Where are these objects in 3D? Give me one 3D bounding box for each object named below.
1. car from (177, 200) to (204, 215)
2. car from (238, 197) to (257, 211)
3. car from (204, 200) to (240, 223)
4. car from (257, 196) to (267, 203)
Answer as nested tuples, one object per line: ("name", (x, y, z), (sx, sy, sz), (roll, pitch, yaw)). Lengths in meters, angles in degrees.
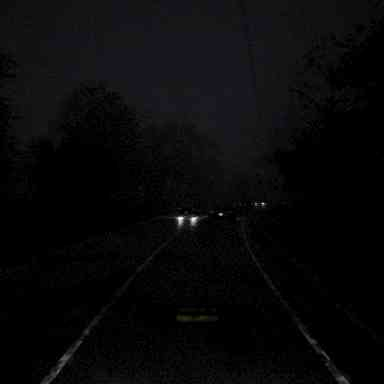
("car", (0.091, 1.472, 32.840), (2.033, 1.411, 5.357), (1, 0, 13))
("car", (6.543, 1.571, 42.238), (2.033, 1.411, 5.357), (2, 0, 18))
("car", (2.399, 1.554, 25.524), (1.994, 1.385, 4.181), (1, 0, 10))
("car", (14.966, 1.526, 71.784), (1.812, 1.442, 4.674), (2, 1, 25))
